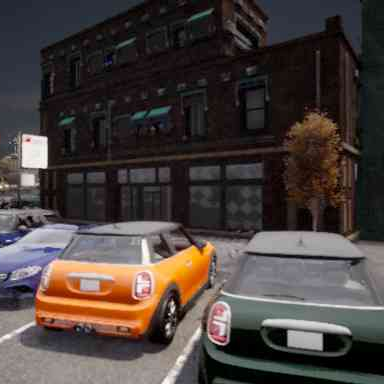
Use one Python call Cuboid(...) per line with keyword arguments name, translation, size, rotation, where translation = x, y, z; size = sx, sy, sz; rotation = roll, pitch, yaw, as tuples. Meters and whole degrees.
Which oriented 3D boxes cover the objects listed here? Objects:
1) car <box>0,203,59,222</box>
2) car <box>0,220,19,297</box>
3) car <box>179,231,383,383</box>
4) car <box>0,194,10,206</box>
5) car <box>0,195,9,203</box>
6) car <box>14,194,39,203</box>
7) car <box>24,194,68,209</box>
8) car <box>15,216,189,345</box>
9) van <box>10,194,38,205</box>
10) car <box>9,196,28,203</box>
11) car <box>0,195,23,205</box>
Cuboid(name="car", translation=(-5.726, 1.371, 10.291), size=(2.185, 1.767, 4.553), rotation=(0, -1, 15))
Cuboid(name="car", translation=(-3.297, 1.533, 8.515), size=(2.002, 1.452, 4.674), rotation=(0, -1, 16))
Cuboid(name="car", translation=(1.571, 1.360, 4.991), size=(2.185, 1.767, 4.553), rotation=(0, -1, 16))
Cuboid(name="car", translation=(-34.894, 1.339, 57.617), size=(5.566, 2.045, 2.435), rotation=(-1, -1, 14))
Cuboid(name="car", translation=(-25.936, 1.305, 40.580), size=(5.566, 2.045, 2.435), rotation=(1, 0, 14))
Cuboid(name="car", translation=(-22.684, 1.308, 45.484), size=(5.566, 2.045, 2.435), rotation=(1, 1, 14))
Cuboid(name="car", translation=(-21.028, 1.309, 47.937), size=(5.566, 2.045, 2.435), rotation=(1, 1, 14))
Cuboid(name="car", translation=(-0.869, 1.363, 6.738), size=(2.185, 1.767, 4.553), rotation=(0, -1, 16))
Cuboid(name="van", translation=(-31.656, 1.369, 62.648), size=(4.442, 1.987, 1.878), rotation=(-1, 0, 14))
Cuboid(name="car", translation=(-24.339, 1.587, 43.022), size=(4.792, 1.488, 2.163), rotation=(1, 1, 14))
Cuboid(name="car", translation=(-33.261, 1.467, 60.132), size=(4.553, 1.767, 2.185), rotation=(-1, -1, 14))
